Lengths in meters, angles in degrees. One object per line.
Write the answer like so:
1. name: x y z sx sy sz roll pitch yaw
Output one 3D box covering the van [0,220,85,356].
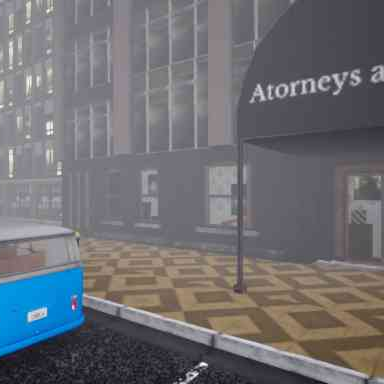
1. van: -3.497 1.341 5.359 3.998 1.788 1.690 0 0 35
